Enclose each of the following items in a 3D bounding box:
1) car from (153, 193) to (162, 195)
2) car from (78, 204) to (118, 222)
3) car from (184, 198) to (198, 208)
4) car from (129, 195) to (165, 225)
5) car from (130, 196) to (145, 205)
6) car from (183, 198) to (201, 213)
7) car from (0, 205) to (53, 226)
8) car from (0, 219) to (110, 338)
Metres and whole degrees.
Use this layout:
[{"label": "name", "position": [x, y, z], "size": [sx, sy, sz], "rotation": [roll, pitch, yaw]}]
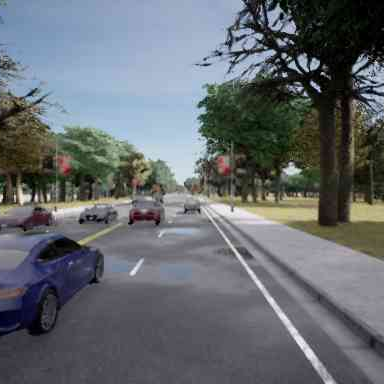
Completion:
[{"label": "car", "position": [-6.807, 1.290, 65.375], "size": [2.150, 2.045, 5.566], "rotation": [0, 0, 0]}, {"label": "car", "position": [-6.620, 1.534, 23.836], "size": [1.994, 1.385, 4.181], "rotation": [0, 0, 0]}, {"label": "car", "position": [-0.141, 1.593, 48.949], "size": [1.895, 1.301, 4.718], "rotation": [0, 0, 0]}, {"label": "car", "position": [-3.172, 1.322, 24.083], "size": [2.097, 1.767, 4.553], "rotation": [0, 0, 0]}, {"label": "car", "position": [-10.043, 1.493, 61.767], "size": [1.882, 1.535, 5.008], "rotation": [0, 0, 0]}, {"label": "car", "position": [0.028, 1.524, 36.184], "size": [2.033, 1.411, 5.357], "rotation": [0, 0, -1]}, {"label": "car", "position": [-9.860, 1.498, 19.799], "size": [1.812, 1.442, 4.674], "rotation": [0, 0, 0]}, {"label": "car", "position": [-3.152, 1.513, 6.544], "size": [1.812, 1.442, 4.674], "rotation": [0, 0, 0]}]
